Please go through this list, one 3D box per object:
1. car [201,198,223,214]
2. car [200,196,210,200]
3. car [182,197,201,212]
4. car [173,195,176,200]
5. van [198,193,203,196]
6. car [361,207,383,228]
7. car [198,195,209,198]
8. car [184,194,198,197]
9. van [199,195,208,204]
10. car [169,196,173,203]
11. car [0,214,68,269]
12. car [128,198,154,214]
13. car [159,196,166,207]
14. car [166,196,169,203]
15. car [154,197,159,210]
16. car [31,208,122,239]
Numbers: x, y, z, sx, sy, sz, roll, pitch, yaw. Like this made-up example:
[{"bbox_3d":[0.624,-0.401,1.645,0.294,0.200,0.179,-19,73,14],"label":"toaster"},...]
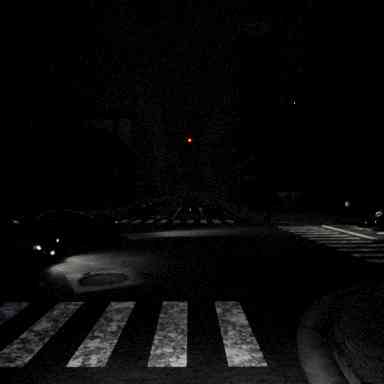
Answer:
[{"bbox_3d":[2.338,1.606,36.090,1.947,1.339,4.313,0,0,0],"label":"car"},{"bbox_3d":[2.352,1.641,47.112,1.802,1.307,4.206,0,0,0],"label":"car"},{"bbox_3d":[-0.181,1.646,39.428,1.895,1.301,4.718,0,0,0],"label":"car"},{"bbox_3d":[-5.630,1.694,80.186,2.008,1.369,4.403,0,0,0],"label":"car"},{"bbox_3d":[2.366,1.424,58.134,1.690,1.788,3.998,0,0,0],"label":"van"},{"bbox_3d":[13.001,1.304,20.607,4.553,1.767,2.097,0,0,0],"label":"car"},{"bbox_3d":[2.359,1.636,52.623,1.947,1.339,4.313,0,0,0],"label":"car"},{"bbox_3d":[-0.160,1.609,65.724,1.837,1.490,4.892,0,0,0],"label":"car"},{"bbox_3d":[2.380,1.453,69.155,1.690,1.788,3.998,0,0,0],"label":"van"},{"bbox_3d":[-5.645,1.552,69.165,1.967,1.590,4.097,0,0,0],"label":"car"},{"bbox_3d":[-7.095,1.561,10.578,5.357,1.411,2.033,0,0,0],"label":"car"},{"bbox_3d":[-5.687,1.480,36.101,1.967,1.590,4.097,0,0,0],"label":"car"},{"bbox_3d":[-5.665,1.653,52.633,1.802,1.307,4.206,0,0,0],"label":"car"},{"bbox_3d":[-5.658,1.634,58.143,2.008,1.369,4.403,0,0,0],"label":"car"},{"bbox_3d":[-5.679,1.489,41.612,1.967,1.590,4.097,0,0,0],"label":"car"},{"bbox_3d":[-5.887,1.509,15.987,4.902,1.511,2.128,0,1,-27],"label":"car"}]
